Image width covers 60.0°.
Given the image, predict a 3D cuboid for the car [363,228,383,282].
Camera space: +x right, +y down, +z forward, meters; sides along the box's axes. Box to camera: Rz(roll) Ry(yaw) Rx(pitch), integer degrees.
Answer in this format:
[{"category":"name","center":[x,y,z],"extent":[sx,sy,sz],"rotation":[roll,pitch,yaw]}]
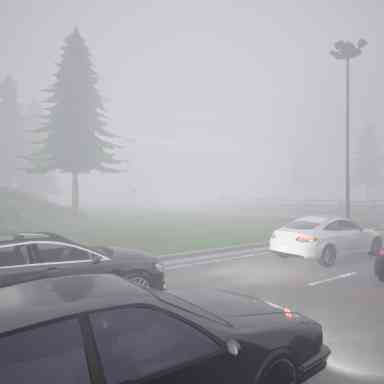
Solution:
[{"category":"car","center":[6.491,1.564,8.416],"extent":[4.181,1.385,1.994],"rotation":[0,0,-35]}]

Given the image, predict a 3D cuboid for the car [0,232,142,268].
[{"category":"car","center":[-2.776,1.491,6.065],"extent":[4.902,1.511,2.128],"rotation":[0,0,-35]}]

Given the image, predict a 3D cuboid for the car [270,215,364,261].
[{"category":"car","center":[4.653,1.526,11.399],"extent":[4.674,1.442,1.812],"rotation":[0,0,-35]}]

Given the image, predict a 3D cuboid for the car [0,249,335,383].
[{"category":"car","center":[-1.013,1.547,3.022],"extent":[5.357,1.411,2.033],"rotation":[0,0,-36]}]
